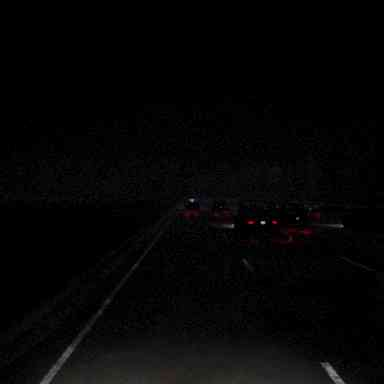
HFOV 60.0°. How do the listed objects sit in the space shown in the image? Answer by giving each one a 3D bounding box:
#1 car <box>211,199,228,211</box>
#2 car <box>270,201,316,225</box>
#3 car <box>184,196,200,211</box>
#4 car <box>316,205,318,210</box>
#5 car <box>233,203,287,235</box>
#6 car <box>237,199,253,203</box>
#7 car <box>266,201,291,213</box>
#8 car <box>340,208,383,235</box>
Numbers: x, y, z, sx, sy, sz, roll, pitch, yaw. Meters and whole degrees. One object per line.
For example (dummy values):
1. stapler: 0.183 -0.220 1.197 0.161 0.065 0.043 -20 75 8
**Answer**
1. car: 3.599 1.695 43.846 1.812 1.442 4.674 0 0 0
2. car: 7.098 1.588 24.726 2.128 1.511 4.902 0 0 0
3. car: -0.003 1.659 43.268 2.128 1.511 4.902 0 0 0
4. car: 14.098 1.762 41.751 1.895 1.301 4.718 0 0 0
5. car: 3.599 1.623 19.365 2.033 1.411 5.357 0 0 0
6. car: 7.098 1.663 44.146 2.128 1.511 4.902 0 0 0
7. car: 10.599 1.760 41.275 1.895 1.301 4.718 0 0 0
8. car: 10.599 1.622 19.334 2.033 1.411 5.357 0 0 0
